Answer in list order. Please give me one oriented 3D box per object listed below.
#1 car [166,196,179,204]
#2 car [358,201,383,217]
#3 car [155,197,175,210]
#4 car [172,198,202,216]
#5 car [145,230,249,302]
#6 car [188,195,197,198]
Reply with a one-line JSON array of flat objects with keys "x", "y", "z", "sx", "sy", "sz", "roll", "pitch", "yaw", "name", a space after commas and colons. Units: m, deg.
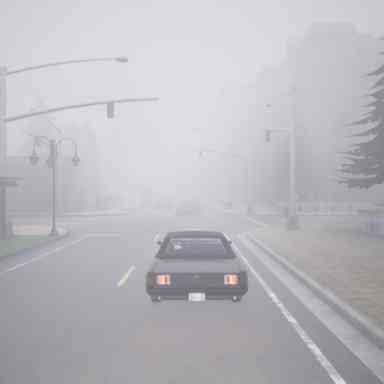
[{"x": -3.589, "y": 1.546, "z": 61.782, "sx": 1.994, "sy": 1.385, "sz": 4.181, "roll": 0, "pitch": 0, "yaw": 0, "name": "car"}, {"x": 16.861, "y": 1.485, "z": 28.513, "sx": 5.008, "sy": 1.535, "sz": 1.882, "roll": 0, "pitch": 0, "yaw": -2, "name": "car"}, {"x": -3.606, "y": 1.514, "z": 42.682, "sx": 1.812, "sy": 1.442, "sz": 4.674, "roll": 0, "pitch": 0, "yaw": 1, "name": "car"}, {"x": -0.231, "y": 1.555, "z": 32.578, "sx": 1.994, "sy": 1.385, "sz": 4.181, "roll": 0, "pitch": 0, "yaw": 11, "name": "car"}, {"x": 0.067, "y": 1.598, "z": 8.197, "sx": 1.895, "sy": 1.301, "sz": 4.718, "roll": 0, "pitch": 0, "yaw": -1, "name": "car"}, {"x": 0.079, "y": 1.332, "z": 69.173, "sx": 2.097, "sy": 1.767, "sz": 4.553, "roll": 0, "pitch": 0, "yaw": 0, "name": "car"}]
